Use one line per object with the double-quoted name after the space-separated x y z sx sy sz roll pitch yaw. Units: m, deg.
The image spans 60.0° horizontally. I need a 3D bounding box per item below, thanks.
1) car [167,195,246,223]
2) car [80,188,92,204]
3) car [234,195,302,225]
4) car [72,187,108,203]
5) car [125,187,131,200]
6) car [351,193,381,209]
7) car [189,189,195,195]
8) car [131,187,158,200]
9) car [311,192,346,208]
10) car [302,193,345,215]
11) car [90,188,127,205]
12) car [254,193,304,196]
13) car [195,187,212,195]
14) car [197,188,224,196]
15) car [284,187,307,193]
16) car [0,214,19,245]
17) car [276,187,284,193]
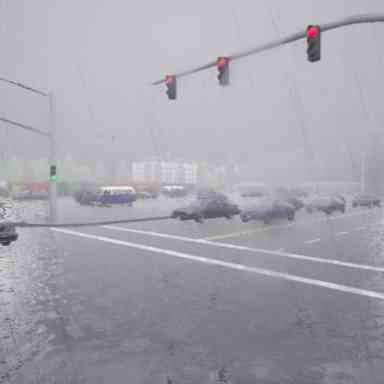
1.031 1.183 22.390 2.033 1.411 5.357 1 1 44 "car"
-13.566 0.546 47.988 1.784 1.438 3.905 1 1 44 "car"
4.993 1.178 21.411 1.812 1.442 4.674 1 1 44 "car"
-15.517 0.303 49.828 1.932 1.855 4.605 1 1 44 "car"
-10.949 0.217 66.541 1.784 1.438 3.905 1 1 44 "car"
18.572 0.909 35.348 1.837 1.490 4.892 1 1 44 "car"
1.274 0.026 79.017 1.970 1.475 3.806 1 1 44 "car"
-8.927 0.043 64.462 1.932 1.855 4.605 1 1 44 "car"
15.220 0.854 36.928 1.882 1.535 5.008 1 1 45 "car"
11.311 1.063 27.907 1.812 1.442 4.674 1 1 44 "car"
-11.501 0.613 45.960 1.970 1.475 3.806 1 1 44 "car"
8.061 1.055 29.602 2.033 1.411 5.357 1 1 44 "car"
3.332 -0.177 76.977 1.905 1.878 3.866 1 1 44 "car"
3.195 0.493 52.695 1.970 1.475 3.806 1 1 44 "car"
19.389 0.099 61.193 1.932 1.855 4.605 1 1 44 "car"
-8.586 1.319 13.033 5.357 1.411 2.033 1 2 44 "car"
17.362 0.066 63.259 1.905 1.878 3.866 1 1 44 "car"
